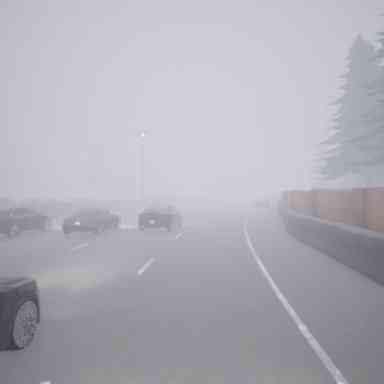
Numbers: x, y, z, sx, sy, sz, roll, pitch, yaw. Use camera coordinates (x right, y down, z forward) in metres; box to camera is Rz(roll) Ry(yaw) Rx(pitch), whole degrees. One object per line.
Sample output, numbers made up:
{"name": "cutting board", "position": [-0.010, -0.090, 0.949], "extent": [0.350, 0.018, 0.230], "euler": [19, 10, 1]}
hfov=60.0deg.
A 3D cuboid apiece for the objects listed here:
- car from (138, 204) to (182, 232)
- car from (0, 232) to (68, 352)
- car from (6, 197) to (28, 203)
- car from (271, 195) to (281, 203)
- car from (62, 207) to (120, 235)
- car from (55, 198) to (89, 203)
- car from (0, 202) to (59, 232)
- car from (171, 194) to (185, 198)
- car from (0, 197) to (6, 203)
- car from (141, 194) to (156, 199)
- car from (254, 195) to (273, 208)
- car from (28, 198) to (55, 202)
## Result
{"name": "car", "position": [-1.827, 1.492, 20.509], "extent": [1.882, 1.535, 5.008], "euler": [0, 0, 8]}
{"name": "car", "position": [-3.289, 1.477, 3.279], "extent": [2.128, 1.511, 4.902], "euler": [0, 0, 1]}
{"name": "car", "position": [-21.894, 1.479, 45.039], "extent": [2.033, 1.411, 5.357], "euler": [0, 0, 16]}
{"name": "car", "position": [16.905, 1.412, 67.470], "extent": [2.097, 1.767, 4.553], "euler": [0, 0, 28]}
{"name": "car", "position": [-5.574, 1.555, 18.882], "extent": [1.994, 1.385, 4.181], "euler": [0, 0, 7]}
{"name": "car", "position": [-15.031, 1.516, 43.656], "extent": [2.033, 1.411, 5.357], "euler": [0, 0, 16]}
{"name": "car", "position": [-9.278, 1.474, 17.465], "extent": [1.837, 1.490, 4.892], "euler": [0, 0, 6]}
{"name": "car", "position": [-3.359, 1.263, 81.302], "extent": [1.837, 1.490, 4.892], "euler": [0, 0, 28]}
{"name": "car", "position": [-25.629, 1.436, 44.545], "extent": [1.812, 1.442, 4.674], "euler": [0, 0, 15]}
{"name": "car", "position": [-10.740, 1.324, 82.380], "extent": [2.097, 1.767, 4.553], "euler": [0, 0, 27]}
{"name": "car", "position": [10.744, 1.645, 50.844], "extent": [1.812, 1.442, 4.674], "euler": [0, 0, 21]}
{"name": "car", "position": [-18.686, 1.512, 43.360], "extent": [1.994, 1.385, 4.181], "euler": [0, 0, 15]}
